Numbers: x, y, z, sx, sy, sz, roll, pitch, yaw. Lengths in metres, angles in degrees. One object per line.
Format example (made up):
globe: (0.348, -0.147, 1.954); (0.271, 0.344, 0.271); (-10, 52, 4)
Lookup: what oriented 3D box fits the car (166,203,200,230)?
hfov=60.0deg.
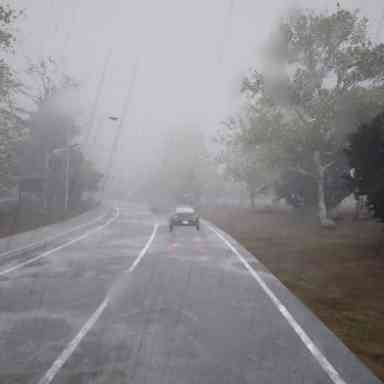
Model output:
car: (-0.565, 1.572, 21.480); (1.812, 1.442, 4.674); (0, 0, -4)

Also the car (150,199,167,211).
car: (-4.124, 1.602, 42.643); (1.812, 1.442, 4.674); (1, 0, -14)
